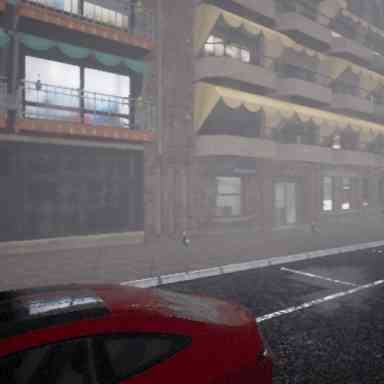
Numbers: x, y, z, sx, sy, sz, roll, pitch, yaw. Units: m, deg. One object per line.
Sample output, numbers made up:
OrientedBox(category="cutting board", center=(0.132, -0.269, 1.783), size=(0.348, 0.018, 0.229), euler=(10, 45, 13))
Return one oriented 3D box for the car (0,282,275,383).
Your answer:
OrientedBox(category="car", center=(-1.376, 1.529, 2.392), size=(4.674, 1.442, 1.812), euler=(0, 0, -36))
